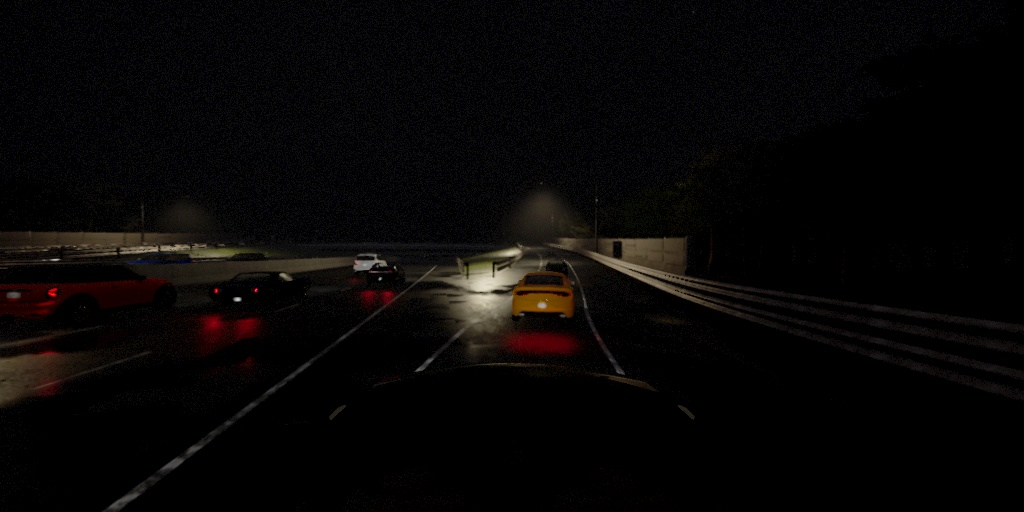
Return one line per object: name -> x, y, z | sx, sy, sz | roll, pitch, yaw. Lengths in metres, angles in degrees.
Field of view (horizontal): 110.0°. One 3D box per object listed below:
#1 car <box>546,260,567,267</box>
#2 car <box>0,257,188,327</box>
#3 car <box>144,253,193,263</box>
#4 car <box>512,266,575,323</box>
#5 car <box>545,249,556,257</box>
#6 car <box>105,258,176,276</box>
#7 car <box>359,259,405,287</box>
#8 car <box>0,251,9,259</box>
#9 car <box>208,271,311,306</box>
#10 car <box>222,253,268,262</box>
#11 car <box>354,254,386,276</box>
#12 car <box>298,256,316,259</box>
car -> 3.980, 1.043, 32.154 | 1.895, 1.301, 4.718 | 0, 2, 8
car -> -13.270, 1.035, 11.402 | 2.097, 1.767, 4.553 | 0, 0, -9
car -> -31.006, 0.759, 31.738 | 2.150, 2.045, 5.566 | 0, 1, -9
car -> 1.155, 1.280, 12.493 | 1.882, 1.535, 5.008 | 1, -1, 7
car -> 6.758, -0.607, 63.110 | 2.033, 1.411, 5.357 | 0, 3, 3
car -> -34.910, 0.992, 33.913 | 2.128, 1.511, 4.902 | 0, 1, -9
car -> -8.338, 1.156, 23.995 | 2.128, 1.511, 4.902 | 0, 0, -9
car -> -53.593, 0.011, 35.912 | 1.882, 1.535, 5.008 | 0, 2, -24
car -> -10.351, 1.282, 15.253 | 1.895, 1.301, 4.718 | 0, 0, -9
car -> -28.565, 0.707, 38.421 | 2.150, 2.045, 5.566 | 0, 0, -9
car -> -13.530, 0.807, 34.510 | 2.150, 2.045, 5.566 | 0, 1, -9
car -> -31.383, 0.820, 55.276 | 1.837, 1.490, 4.892 | 0, 0, -9
